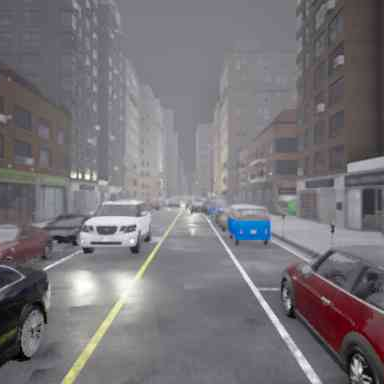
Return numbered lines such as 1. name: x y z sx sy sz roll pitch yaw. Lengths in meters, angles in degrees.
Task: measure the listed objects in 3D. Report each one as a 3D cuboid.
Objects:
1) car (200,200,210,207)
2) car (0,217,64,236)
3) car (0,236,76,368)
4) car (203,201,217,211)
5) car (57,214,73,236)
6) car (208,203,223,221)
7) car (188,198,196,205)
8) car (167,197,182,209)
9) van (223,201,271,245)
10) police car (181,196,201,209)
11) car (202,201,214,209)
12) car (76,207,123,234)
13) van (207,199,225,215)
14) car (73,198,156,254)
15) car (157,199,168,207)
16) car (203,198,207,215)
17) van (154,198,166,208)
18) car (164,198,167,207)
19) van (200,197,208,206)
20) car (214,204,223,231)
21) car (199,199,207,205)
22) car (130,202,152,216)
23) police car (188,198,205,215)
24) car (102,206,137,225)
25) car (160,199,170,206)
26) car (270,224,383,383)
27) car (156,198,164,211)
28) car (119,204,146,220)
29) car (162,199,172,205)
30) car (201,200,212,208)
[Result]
1. car: 2.634 2.279 67.271 1.802 1.307 4.206 0 -1 0
2. car: -5.863 1.697 10.572 1.802 1.307 4.206 0 -1 0
3. car: -3.099 1.529 3.230 2.128 1.511 4.902 0 -1 0
4. car: 2.643 2.092 50.264 1.947 1.339 4.313 0 -1 0
5. car: -5.866 1.741 16.240 1.947 1.339 4.313 0 -1 0
6. car: 2.654 1.844 27.588 2.008 1.369 4.403 0 -1 0
7. car: -0.037 2.089 72.933 1.812 1.442 4.674 0 -1 0
8. car: -3.072 2.082 57.958 1.882 1.535 5.008 0 0 1
9. van: 2.659 1.516 16.252 1.690 1.788 3.998 0 -1 0
10. police car: 0.246 2.005 55.583 1.930 1.638 5.238 0 -1 -17
11. car: 2.639 2.150 55.933 1.947 1.339 4.313 0 -1 0
12. car: -5.869 1.758 21.738 1.752 1.417 4.829 0 -1 0
13. van: 2.651 1.693 33.259 1.690 1.788 3.998 0 -1 0
14. car: -3.092 1.380 14.693 2.150 2.045 5.566 0 -1 0
15. car: -5.891 2.221 67.082 1.752 1.417 4.829 0 -1 0
16. car: 2.648 1.850 38.928 1.967 1.590 4.097 0 -1 0
17. van: -5.889 1.983 61.585 1.690 1.788 3.998 0 -1 0
18. car: -5.886 2.135 55.915 2.008 1.369 4.403 0 -1 0
19. van: 2.631 2.092 72.943 1.690 1.788 3.998 0 -1 0
20. car: 2.657 1.761 22.089 1.752 1.417 4.829 0 -1 0
21. car: 2.628 2.329 78.781 1.752 1.417 4.829 0 -1 0
22. car: -5.877 1.934 38.742 1.752 1.417 4.829 0 -1 0
23. police car: 0.777 1.843 39.662 1.930 1.638 5.238 0 -1 -1
24. car: -5.871 1.859 27.576 1.947 1.339 4.313 0 -1 0
25. car: -5.894 2.274 72.752 1.752 1.417 4.829 0 -1 0
26. car: 2.665 1.494 4.913 1.967 1.590 4.097 0 -1 0
27. car: -5.883 1.841 50.251 2.192 1.841 5.009 0 -1 0
28. car: -5.874 1.896 33.243 1.887 1.381 4.507 0 -1 0
29. car: -5.897 2.353 78.588 2.008 1.369 4.403 0 -1 0
30. car: 2.637 2.193 61.601 2.008 1.369 4.403 0 -1 0
